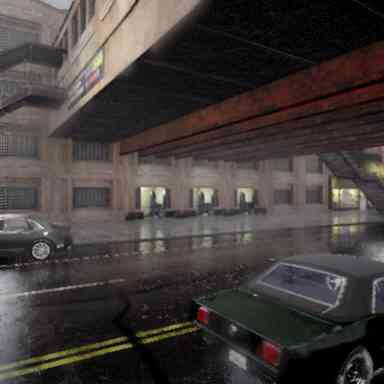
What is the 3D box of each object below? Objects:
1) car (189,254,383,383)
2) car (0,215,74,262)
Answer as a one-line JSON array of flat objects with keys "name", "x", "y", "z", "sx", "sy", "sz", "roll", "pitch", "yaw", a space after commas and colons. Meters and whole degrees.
[{"name": "car", "x": 2.414, "y": 1.630, "z": 4.959, "sx": 4.718, "sy": 1.301, "sz": 1.895, "roll": 0, "pitch": 0, "yaw": -31}, {"name": "car", "x": -6.600, "y": 1.538, "z": 11.285, "sx": 4.892, "sy": 1.521, "sz": 2.231, "roll": 0, "pitch": 0, "yaw": -22}]
